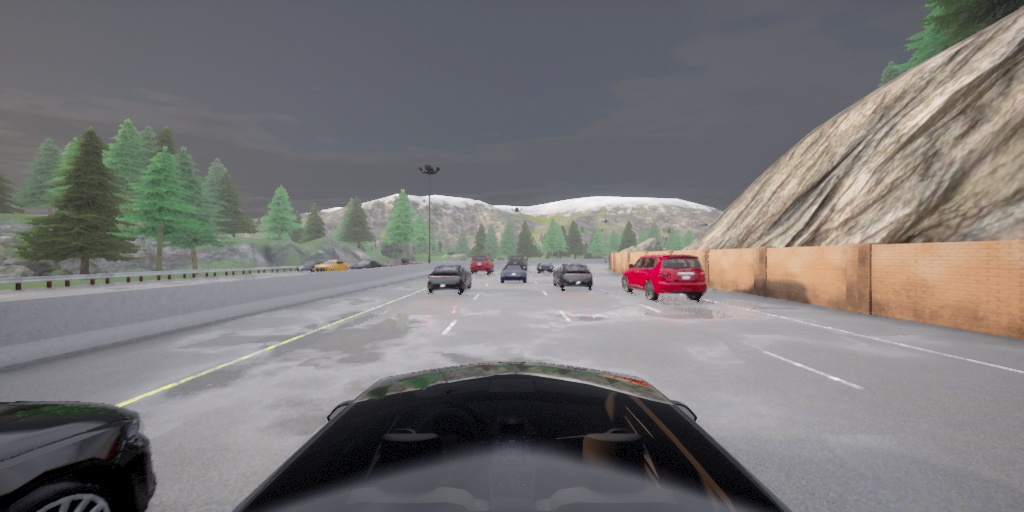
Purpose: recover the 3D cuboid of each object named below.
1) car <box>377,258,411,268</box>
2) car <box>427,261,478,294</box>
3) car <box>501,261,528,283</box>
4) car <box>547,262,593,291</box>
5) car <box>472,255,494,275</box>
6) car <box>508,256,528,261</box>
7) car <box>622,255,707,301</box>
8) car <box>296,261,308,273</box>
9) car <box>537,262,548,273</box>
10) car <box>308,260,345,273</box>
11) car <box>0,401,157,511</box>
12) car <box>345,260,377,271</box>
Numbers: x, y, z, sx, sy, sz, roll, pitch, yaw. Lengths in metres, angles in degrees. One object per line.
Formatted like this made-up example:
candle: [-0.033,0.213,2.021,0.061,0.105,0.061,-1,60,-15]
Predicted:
car: [-13.612,1.095,42.469,2.097,1.767,4.553,0,0,5]
car: [-3.381,1.238,20.004,2.128,1.511,4.902,0,0,0]
car: [0.128,1.309,28.340,1.994,1.385,4.181,0,0,0]
car: [3.622,1.237,21.882,2.128,1.511,4.902,0,0,0]
car: [-3.252,0.963,39.592,2.150,2.045,5.566,0,0,2]
car: [0.748,0.964,44.712,2.150,2.045,5.566,0,0,7]
car: [7.116,0.969,17.316,2.150,2.045,5.566,0,0,0]
car: [-24.046,1.234,43.561,2.128,1.511,4.902,0,0,4]
car: [3.922,1.343,41.959,1.895,1.301,4.718,0,0,4]
car: [-20.693,1.221,41.292,1.882,1.535,5.008,0,0,4]
car: [-3.402,1.242,0.459,2.128,1.511,4.902,0,0,0]
car: [-17.154,1.220,42.218,1.882,1.535,5.008,0,0,4]
